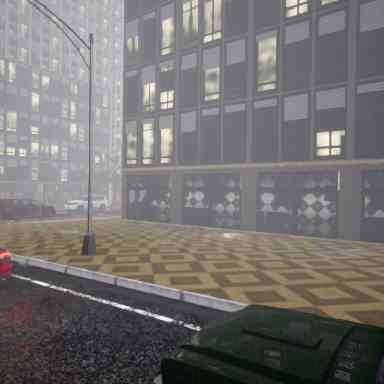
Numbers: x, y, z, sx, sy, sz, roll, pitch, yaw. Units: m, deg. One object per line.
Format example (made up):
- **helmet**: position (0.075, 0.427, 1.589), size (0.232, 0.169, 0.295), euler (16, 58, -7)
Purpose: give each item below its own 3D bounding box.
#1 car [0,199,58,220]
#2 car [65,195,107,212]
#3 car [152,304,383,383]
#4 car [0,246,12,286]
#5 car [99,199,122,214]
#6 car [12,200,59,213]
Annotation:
- **car**: position (-14.875, 1.519, 29.961), size (2.192, 1.841, 5.009), euler (1, 0, 36)
- **car**: position (-13.178, 1.427, 42.030), size (2.150, 2.045, 5.566), euler (1, 0, 37)
- **car**: position (1.983, 1.601, 2.272), size (4.718, 1.301, 1.895), euler (0, 0, 35)
- **car**: position (-6.128, 1.521, 8.019), size (4.674, 1.442, 1.812), euler (0, 0, 35)
- **car**: position (-8.099, 1.830, 39.189), size (1.752, 1.417, 4.829), euler (1, 0, 36)
- **car**: position (-18.395, 1.643, 39.327), size (1.752, 1.417, 4.829), euler (1, 0, 36)
